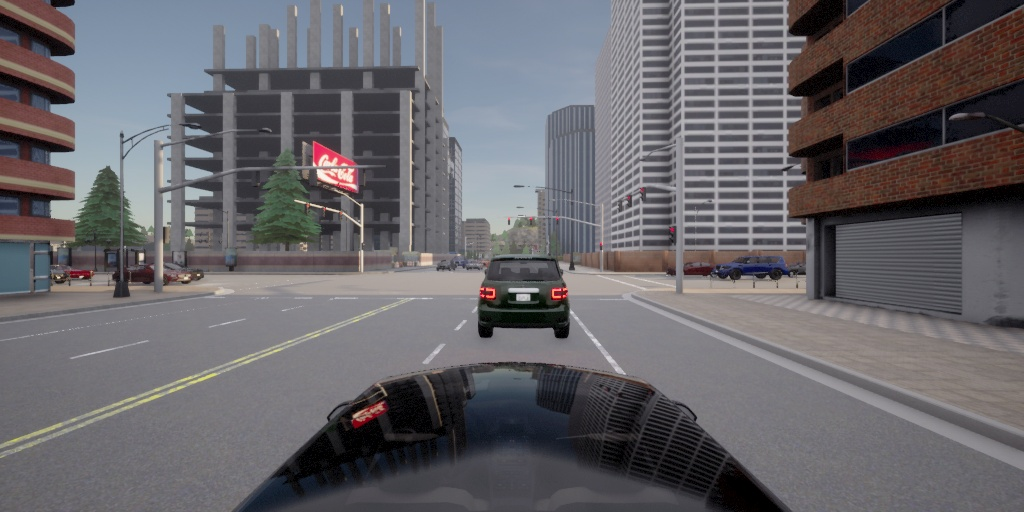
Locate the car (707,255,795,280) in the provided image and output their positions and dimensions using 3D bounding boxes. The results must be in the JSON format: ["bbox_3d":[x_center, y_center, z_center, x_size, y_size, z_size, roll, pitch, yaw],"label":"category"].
[{"bbox_3d":[20.222,0.971,30.490,5.566,2.045,2.150,0,0,2],"label":"car"}]

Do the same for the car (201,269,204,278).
[{"bbox_3d":[-27.207,1.228,28.327,5.008,1.535,1.882,0,0,2],"label":"car"}]

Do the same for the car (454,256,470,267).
[{"bbox_3d":[-8.504,0.971,58.381,2.150,2.045,5.566,0,0,1],"label":"car"}]

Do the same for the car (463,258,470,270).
[{"bbox_3d":[-5.282,1.351,51.169,1.895,1.301,4.718,0,0,2],"label":"car"}]

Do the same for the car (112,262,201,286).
[{"bbox_3d":[-24.764,1.276,24.746,4.674,1.442,1.812,0,0,2],"label":"car"}]

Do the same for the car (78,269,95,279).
[{"bbox_3d":[-36.499,1.351,28.630,4.718,1.301,1.895,0,0,2],"label":"car"}]

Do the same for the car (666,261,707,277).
[{"bbox_3d":[17.306,1.228,34.083,5.008,1.535,1.882,0,0,2],"label":"car"}]

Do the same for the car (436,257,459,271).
[{"bbox_3d":[-8.885,1.255,48.534,1.837,1.490,4.892,0,0,2],"label":"car"}]

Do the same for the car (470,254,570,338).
[{"bbox_3d":[0.338,0.971,10.294,2.150,2.045,5.566,0,0,2],"label":"car"}]

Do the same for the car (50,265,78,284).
[{"bbox_3d":[-34.010,1.255,25.046,4.892,1.490,1.837,0,0,2],"label":"car"}]

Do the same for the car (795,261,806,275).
[{"bbox_3d":[27.236,1.241,33.751,4.902,1.511,2.128,0,0,2],"label":"car"}]

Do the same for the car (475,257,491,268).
[{"bbox_3d":[-4.879,1.102,61.269,2.097,1.767,4.553,0,0,2],"label":"car"}]
